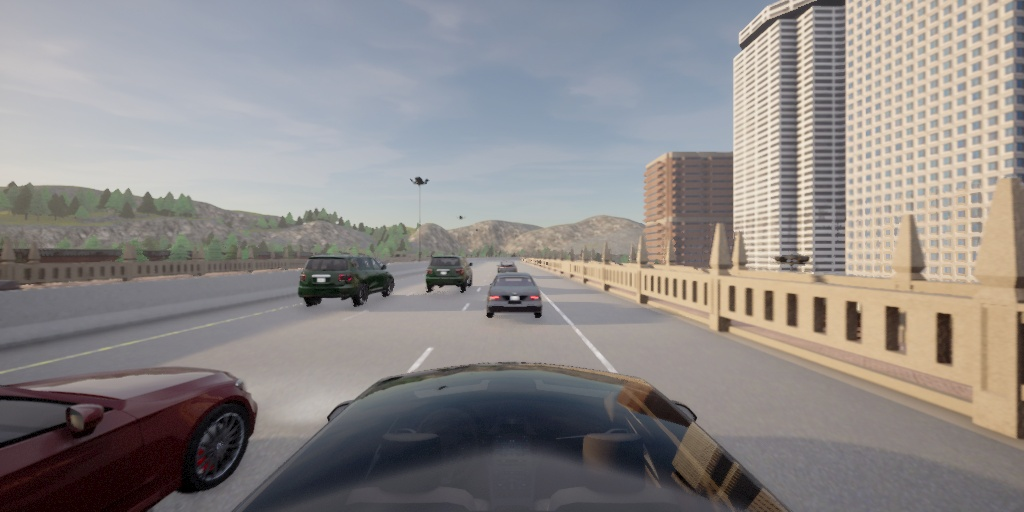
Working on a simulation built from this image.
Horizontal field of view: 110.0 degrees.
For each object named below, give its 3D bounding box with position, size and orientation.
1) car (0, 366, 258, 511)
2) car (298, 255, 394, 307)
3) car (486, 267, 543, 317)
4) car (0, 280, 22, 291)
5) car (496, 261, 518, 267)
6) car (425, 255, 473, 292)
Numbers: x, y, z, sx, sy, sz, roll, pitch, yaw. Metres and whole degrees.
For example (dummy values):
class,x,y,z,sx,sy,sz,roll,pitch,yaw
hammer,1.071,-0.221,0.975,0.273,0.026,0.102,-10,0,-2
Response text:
class,x,y,z,sx,sy,sz,roll,pitch,yaw
car,-3.414,1.276,1.571,1.812,1.442,4.674,0,0,0
car,-6.999,0.973,15.747,2.150,2.045,5.566,0,0,-1
car,0.043,1.298,13.143,2.033,1.411,5.357,0,0,-1
car,-21.145,1.299,12.414,2.033,1.411,5.357,0,0,-1
car,-0.483,1.243,34.540,2.128,1.511,4.902,0,0,-2
car,-3.620,0.973,21.296,2.150,2.045,5.566,0,0,-1
